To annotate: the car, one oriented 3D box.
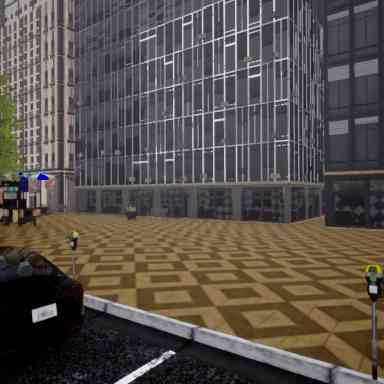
[{"bbox_3d":[-3.557,1.566,5.423,4.313,1.339,1.947,0,0,36],"label":"car"}]
